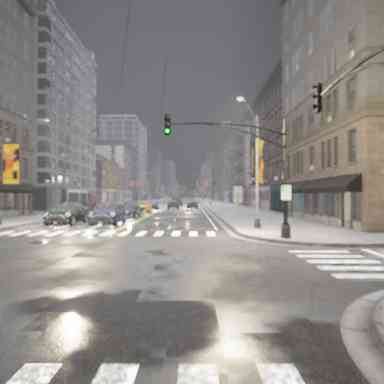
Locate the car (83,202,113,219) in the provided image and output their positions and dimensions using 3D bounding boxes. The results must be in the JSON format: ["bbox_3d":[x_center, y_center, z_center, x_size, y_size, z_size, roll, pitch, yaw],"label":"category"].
[{"bbox_3d":[-9.802,1.898,35.082,1.837,1.490,4.892,0,-1,0],"label":"car"}]

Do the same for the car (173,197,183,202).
[{"bbox_3d":[-3.095,1.975,68.414,2.150,2.045,5.566,0,-1,0],"label":"car"}]

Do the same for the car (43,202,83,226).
[{"bbox_3d":[-9.813,1.646,26.112,2.097,1.767,4.553,0,-1,0],"label":"car"}]

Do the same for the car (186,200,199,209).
[{"bbox_3d":[0.056,2.131,56.580,1.837,1.490,4.892,0,-1,0],"label":"car"}]

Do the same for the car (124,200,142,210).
[{"bbox_3d":[-9.756,2.104,55.324,2.128,1.511,4.902,0,-1,1],"label":"car"}]

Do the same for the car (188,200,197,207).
[{"bbox_3d":[0.066,2.264,66.999,1.812,1.442,4.674,0,-1,0],"label":"car"}]

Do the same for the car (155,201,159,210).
[{"bbox_3d":[-6.512,2.127,54.299,1.812,1.442,4.674,0,-1,1],"label":"car"}]

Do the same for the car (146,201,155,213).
[{"bbox_3d":[-6.536,1.973,44.448,1.882,1.535,5.008,0,-1,0],"label":"car"}]

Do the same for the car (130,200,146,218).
[{"bbox_3d":[-6.549,1.883,34.945,2.128,1.511,4.902,0,-1,0],"label":"car"}]

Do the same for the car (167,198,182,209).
[{"bbox_3d":[-3.096,2.123,55.968,1.837,1.490,4.892,0,-1,0],"label":"car"}]

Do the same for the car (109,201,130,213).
[{"bbox_3d":[-9.788,2.027,45.027,1.812,1.442,4.674,0,-1,0],"label":"car"}]

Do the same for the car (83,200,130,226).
[{"bbox_3d":[-6.564,1.646,26.108,2.097,1.767,4.553,0,-1,0],"label":"car"}]
